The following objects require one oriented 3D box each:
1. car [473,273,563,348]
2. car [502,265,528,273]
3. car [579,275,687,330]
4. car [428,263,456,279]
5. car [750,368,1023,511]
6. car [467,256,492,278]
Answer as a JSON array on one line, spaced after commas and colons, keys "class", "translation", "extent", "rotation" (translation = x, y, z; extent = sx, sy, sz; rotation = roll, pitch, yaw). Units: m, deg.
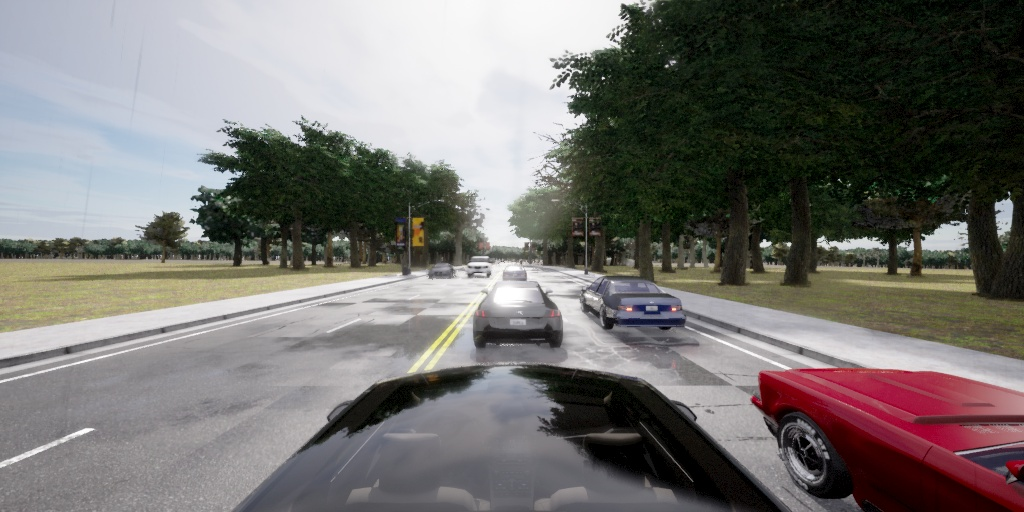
[{"class": "car", "translation": [0.133, 1.319, 9.286], "extent": [1.994, 1.385, 4.181], "rotation": [0, 0, 0]}, {"class": "car", "translation": [0.210, 1.349, 27.094], "extent": [2.033, 1.411, 5.357], "rotation": [0, 0, 1]}, {"class": "car", "translation": [3.386, 1.307, 11.123], "extent": [2.033, 1.411, 5.357], "rotation": [0, 0, 1]}, {"class": "car", "translation": [-6.457, 1.383, 33.472], "extent": [1.994, 1.385, 4.181], "rotation": [0, 0, 0]}, {"class": "car", "translation": [3.349, 1.351, 1.506], "extent": [1.895, 1.301, 4.718], "rotation": [0, 0, 0]}, {"class": "car", "translation": [-3.196, 1.048, 36.107], "extent": [2.150, 2.045, 5.566], "rotation": [0, 0, 0]}]
